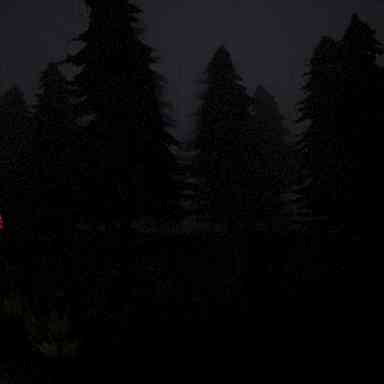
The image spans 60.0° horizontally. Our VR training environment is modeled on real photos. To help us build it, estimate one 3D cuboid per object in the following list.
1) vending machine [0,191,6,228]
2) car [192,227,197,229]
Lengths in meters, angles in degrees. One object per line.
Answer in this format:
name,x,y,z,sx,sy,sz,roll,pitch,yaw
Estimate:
vending machine,-11.452,1.071,19.129,1.100,2.100,0.880,-8,-1,-28
car,0.701,9.558,82.736,1.994,1.381,4.181,-4,-3,5
